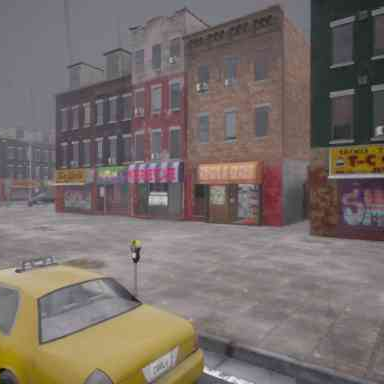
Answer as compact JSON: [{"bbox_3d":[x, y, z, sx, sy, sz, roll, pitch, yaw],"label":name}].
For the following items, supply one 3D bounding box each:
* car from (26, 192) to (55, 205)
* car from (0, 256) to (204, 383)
[{"bbox_3d":[-19.223,0.844,43.797,1.837,1.490,4.892,0,1,35],"label":"car"},{"bbox_3d":[-2.159,1.525,4.338,4.829,1.417,1.752,0,0,35],"label":"car"}]
